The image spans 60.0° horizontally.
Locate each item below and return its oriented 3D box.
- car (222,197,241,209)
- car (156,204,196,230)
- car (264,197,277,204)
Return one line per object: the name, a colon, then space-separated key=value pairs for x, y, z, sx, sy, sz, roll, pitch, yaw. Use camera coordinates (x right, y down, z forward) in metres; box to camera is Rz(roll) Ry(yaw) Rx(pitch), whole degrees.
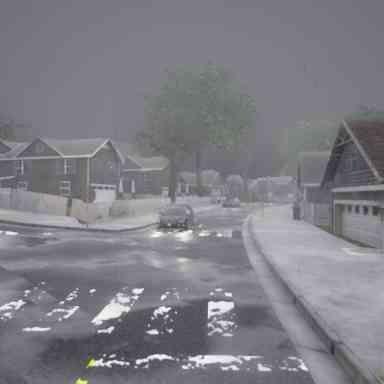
car: x=5.517 y=1.547 z=46.390 sx=1.837 sy=1.490 sz=4.892 roll=-1 pitch=0 yaw=20
car: x=-0.905 y=1.581 z=21.179 sx=1.837 sy=1.490 sz=4.892 roll=-1 pitch=0 yaw=9
car: x=16.667 y=1.774 z=70.547 sx=1.994 sy=1.385 sz=4.181 roll=0 pitch=-1 yaw=30
